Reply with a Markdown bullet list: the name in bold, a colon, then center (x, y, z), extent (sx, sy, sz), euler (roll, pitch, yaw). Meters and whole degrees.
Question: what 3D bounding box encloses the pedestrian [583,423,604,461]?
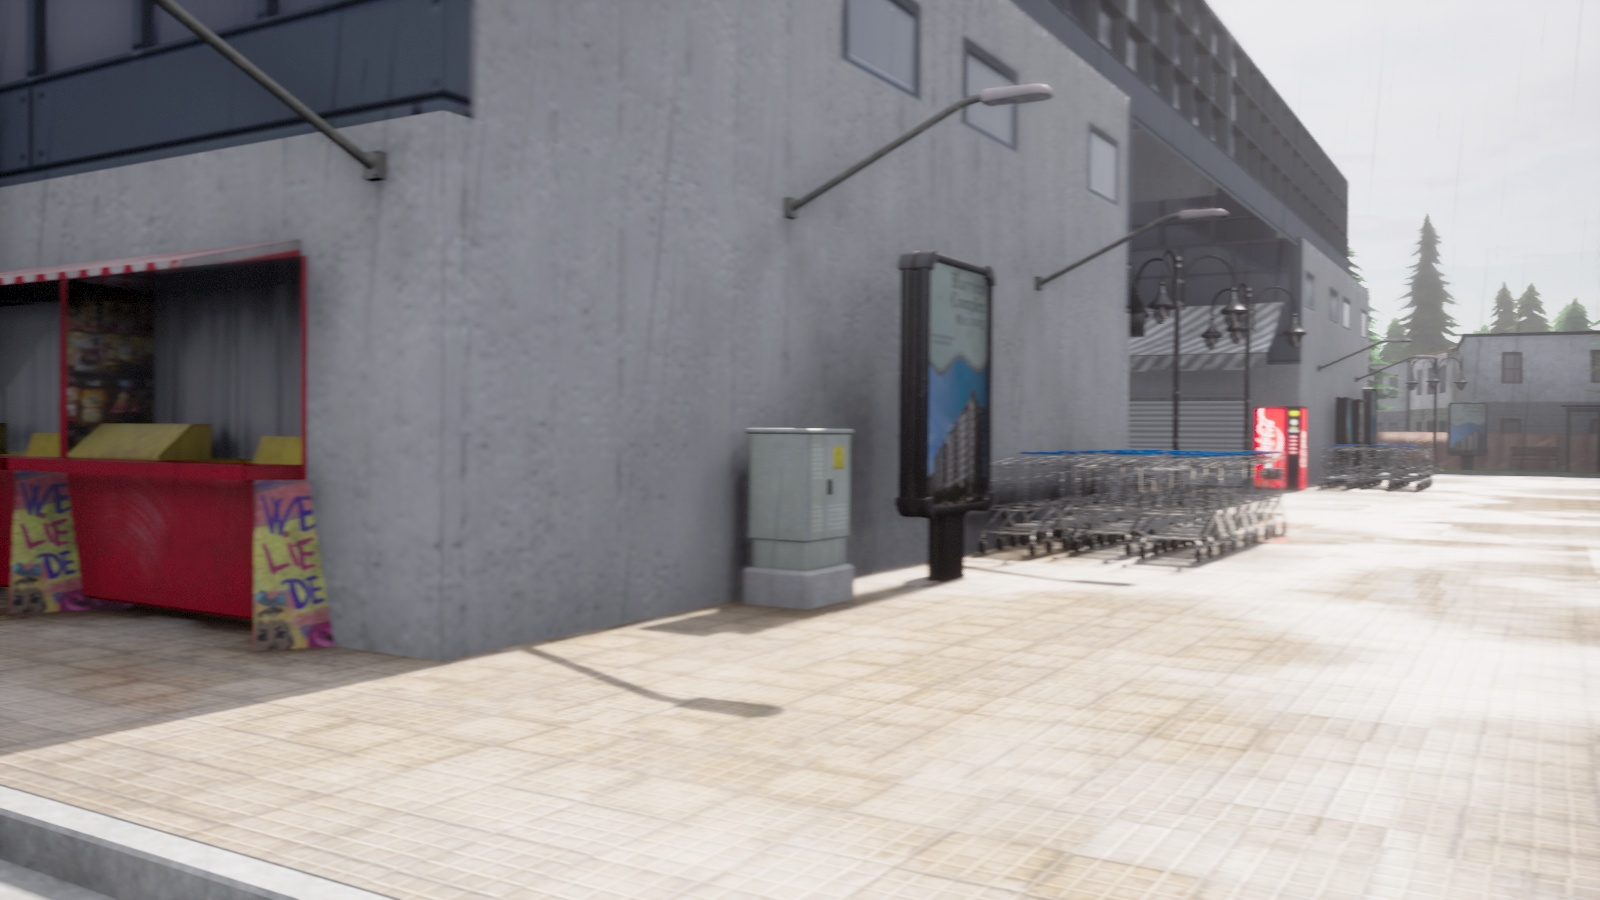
- **pedestrian**: center (-10.317, -0.384, 62.773), extent (0.849, 1.883, 0.563), euler (0, 1, 29)
